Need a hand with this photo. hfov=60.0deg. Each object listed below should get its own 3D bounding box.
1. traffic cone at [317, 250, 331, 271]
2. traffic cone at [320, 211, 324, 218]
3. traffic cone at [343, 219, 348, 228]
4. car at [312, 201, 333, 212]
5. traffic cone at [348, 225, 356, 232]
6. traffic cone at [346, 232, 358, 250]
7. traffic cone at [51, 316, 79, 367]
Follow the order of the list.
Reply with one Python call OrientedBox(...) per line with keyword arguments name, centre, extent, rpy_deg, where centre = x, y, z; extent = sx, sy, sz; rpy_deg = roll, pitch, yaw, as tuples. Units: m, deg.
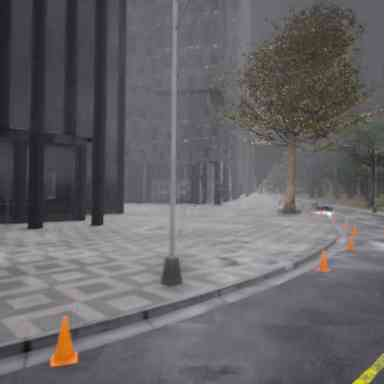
OrientedBox(name="traffic cone", centre=(4.017, 2.078, 10.127), extent=(0.340, 0.580, 0.340), rpy_deg=(0, 0, 38))
OrientedBox(name="traffic cone", centre=(12.439, 2.155, 31.957), extent=(0.340, 0.580, 0.340), rpy_deg=(0, 0, 11))
OrientedBox(name="traffic cone", centre=(10.439, 2.132, 22.450), extent=(0.340, 0.580, 0.340), rpy_deg=(0, 0, 17))
OrientedBox(name="car", centre=(16.671, 1.782, 42.558), extent=(1.994, 1.385, 4.181), rpy_deg=(0, 0, 11))
OrientedBox(name="traffic cone", centre=(8.824, 2.114, 18.082), extent=(0.340, 0.580, 0.340), rpy_deg=(0, 0, 24))
OrientedBox(name="traffic cone", centre=(6.671, 2.096, 13.953), extent=(0.340, 0.580, 0.340), rpy_deg=(0, 0, 31))
OrientedBox(name="traffic cone", centre=(-1.751, 2.016, 4.590), extent=(0.340, 0.580, 0.340), rpy_deg=(1, -1, -21))
